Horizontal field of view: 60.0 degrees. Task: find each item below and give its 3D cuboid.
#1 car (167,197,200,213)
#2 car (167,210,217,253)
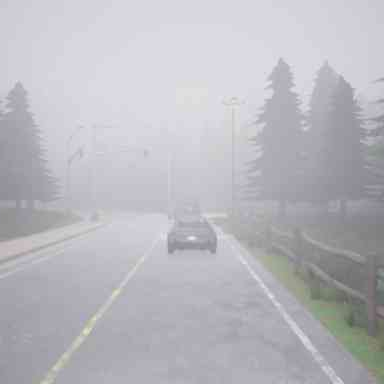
[{"bbox_3d":[-0.799,1.494,29.333,2.150,2.045,5.566,0,0,-13],"label":"car"},{"bbox_3d":[0.010,1.700,14.273,1.994,1.385,4.181,0,0,0],"label":"car"}]
